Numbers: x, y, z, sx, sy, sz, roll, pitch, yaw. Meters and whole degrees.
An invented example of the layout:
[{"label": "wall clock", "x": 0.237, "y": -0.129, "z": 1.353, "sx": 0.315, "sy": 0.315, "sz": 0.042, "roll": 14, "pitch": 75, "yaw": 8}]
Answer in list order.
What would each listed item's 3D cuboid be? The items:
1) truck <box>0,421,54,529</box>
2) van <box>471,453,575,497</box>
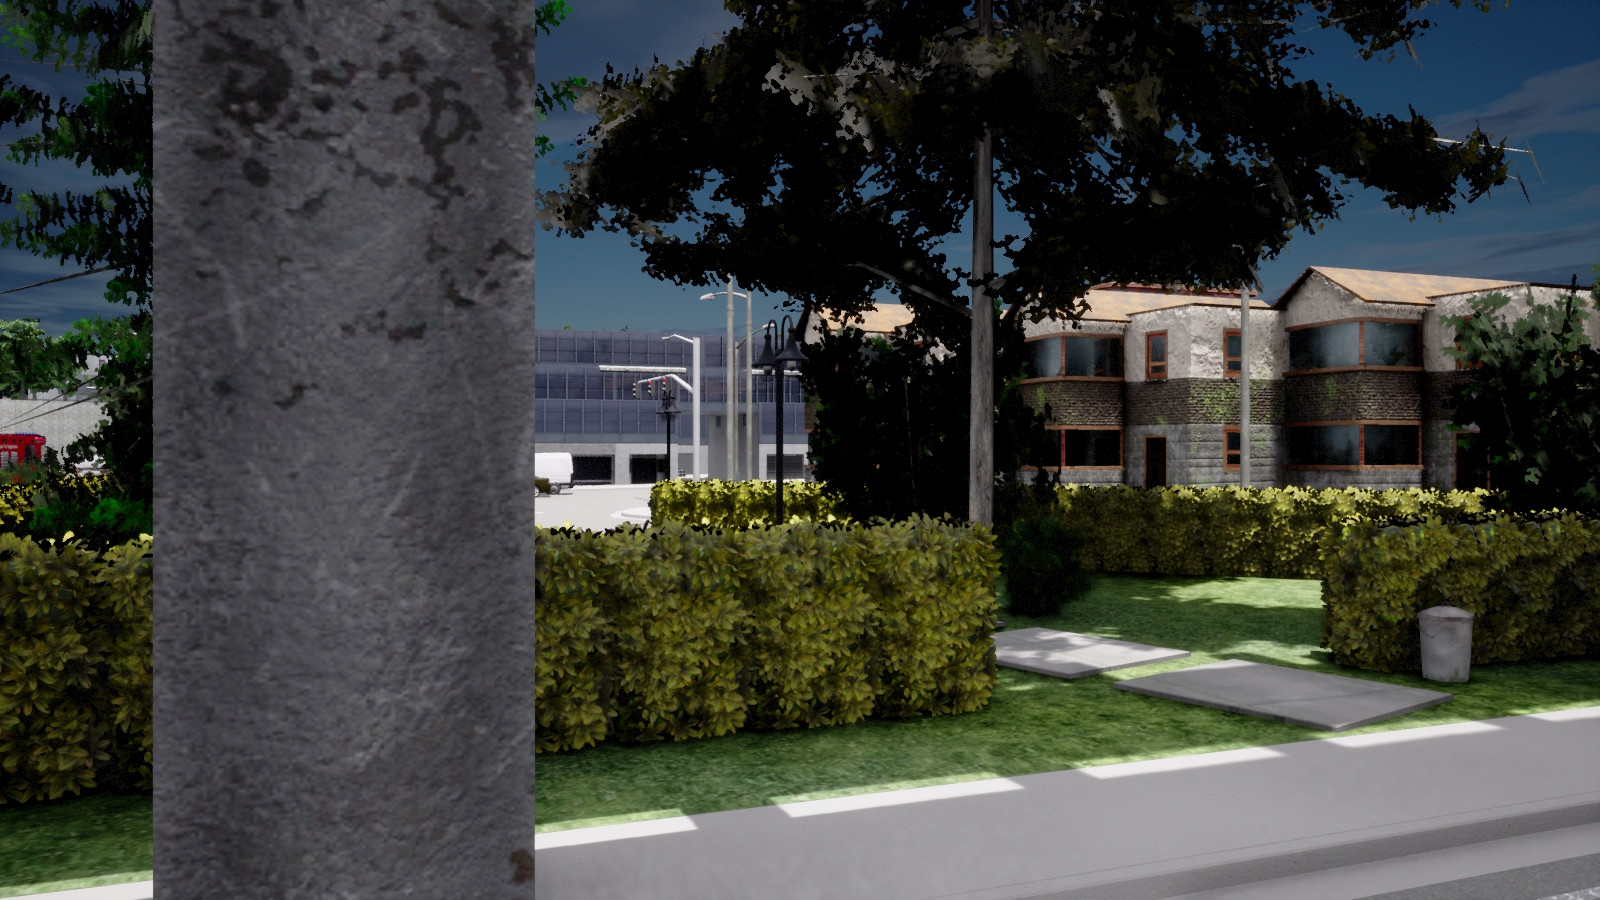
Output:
[{"label": "truck", "x": -31.047, "y": 0.896, "z": 43.343, "sx": 2.891, "sy": 3.827, "sz": 8.468, "roll": 0, "pitch": 0, "yaw": -21}, {"label": "van", "x": -16.822, "y": 1.478, "z": 69.483, "sx": 5.915, "sy": 2.561, "sz": 1.988, "roll": 0, "pitch": 0, "yaw": -21}]
